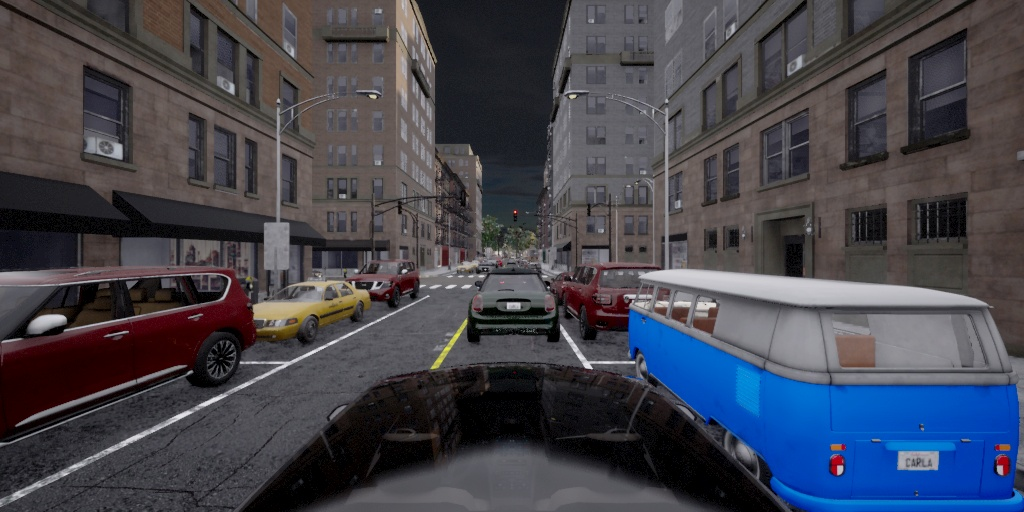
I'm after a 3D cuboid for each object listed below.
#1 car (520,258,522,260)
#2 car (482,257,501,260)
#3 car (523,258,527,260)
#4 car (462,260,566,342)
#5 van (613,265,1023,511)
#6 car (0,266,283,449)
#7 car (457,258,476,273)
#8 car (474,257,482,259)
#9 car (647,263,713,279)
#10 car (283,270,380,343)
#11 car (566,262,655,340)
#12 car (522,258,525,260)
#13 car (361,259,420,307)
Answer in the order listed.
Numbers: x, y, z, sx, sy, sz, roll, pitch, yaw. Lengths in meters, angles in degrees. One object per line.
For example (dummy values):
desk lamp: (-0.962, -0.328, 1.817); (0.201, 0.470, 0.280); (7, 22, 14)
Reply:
car: (2.558, 1.300, 53.506); (2.007, 1.370, 4.403); (0, 0, 0)
car: (-2.922, 1.227, 51.803); (1.882, 1.535, 5.008); (0, 0, 0)
car: (2.575, 1.300, 42.543); (2.007, 1.370, 4.403); (0, 0, 0)
car: (0.021, 1.102, 9.892); (2.097, 1.767, 4.553); (0, 0, 0)
van: (2.635, 1.091, 4.177); (1.690, 1.789, 3.998); (0, 0, 0)
car: (-5.402, 1.065, 4.166); (2.192, 1.841, 5.009); (0, 0, 0)
car: (-5.478, 1.274, 42.360); (1.751, 1.417, 4.829); (0, 0, 0)
car: (-5.492, 1.275, 53.323); (1.751, 1.417, 4.829); (0, 0, 0)
car: (14.316, 1.278, 30.711); (4.718, 1.301, 1.895); (0, 0, -3)
car: (-5.411, 1.275, 9.674); (1.751, 1.417, 4.829); (0, 0, 0)
car: (2.626, 1.065, 9.855); (2.192, 1.841, 5.009); (0, 0, 0)
car: (2.566, 1.295, 48.024); (1.888, 1.381, 4.507); (0, 0, 0)
car: (-5.421, 1.064, 15.523); (2.192, 1.841, 5.009); (0, 0, 0)
